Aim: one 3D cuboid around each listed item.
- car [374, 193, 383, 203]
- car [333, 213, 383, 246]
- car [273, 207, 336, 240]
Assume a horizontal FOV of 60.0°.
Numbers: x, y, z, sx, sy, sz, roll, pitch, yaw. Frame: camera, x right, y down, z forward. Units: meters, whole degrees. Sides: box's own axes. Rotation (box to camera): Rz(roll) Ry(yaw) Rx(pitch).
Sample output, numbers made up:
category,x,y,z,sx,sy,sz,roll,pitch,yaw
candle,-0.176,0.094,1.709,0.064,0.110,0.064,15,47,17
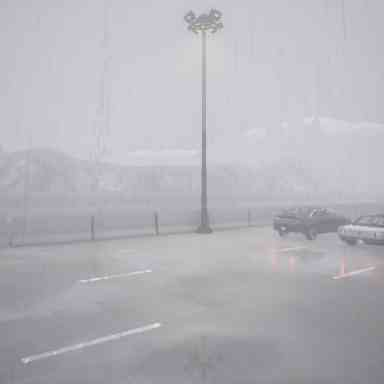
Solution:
category,x,y,z,sx,sy,sz,roll,pitch,yaw
car,39.578,1.188,68.792,5.566,2.045,2.150,0,0,-43
car,8.293,1.616,14.084,4.718,1.301,1.895,0,0,-35
car,6.236,1.494,16.916,4.902,1.511,2.128,0,0,-35
